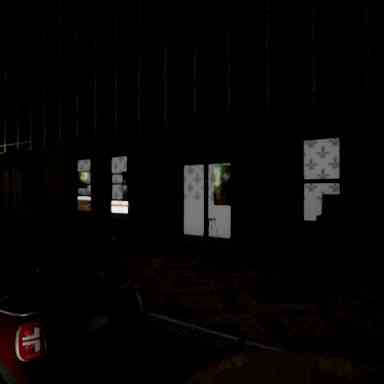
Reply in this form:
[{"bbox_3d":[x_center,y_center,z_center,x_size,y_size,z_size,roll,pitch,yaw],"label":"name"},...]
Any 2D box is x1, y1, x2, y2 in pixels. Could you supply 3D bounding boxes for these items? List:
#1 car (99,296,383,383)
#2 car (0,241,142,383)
[{"bbox_3d":[1.866,1.526,1.544,4.829,1.417,1.752,0,0,35],"label":"car"},{"bbox_3d":[-2.596,1.436,4.721,4.097,1.590,1.967,0,0,35],"label":"car"}]
